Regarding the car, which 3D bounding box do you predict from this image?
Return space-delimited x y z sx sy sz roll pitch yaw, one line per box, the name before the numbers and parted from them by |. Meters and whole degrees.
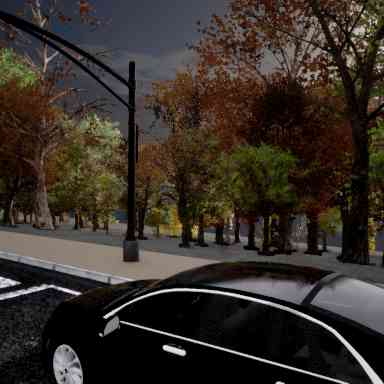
car | 0.398 1.505 3.391 4.892 1.490 1.837 0 0 36
